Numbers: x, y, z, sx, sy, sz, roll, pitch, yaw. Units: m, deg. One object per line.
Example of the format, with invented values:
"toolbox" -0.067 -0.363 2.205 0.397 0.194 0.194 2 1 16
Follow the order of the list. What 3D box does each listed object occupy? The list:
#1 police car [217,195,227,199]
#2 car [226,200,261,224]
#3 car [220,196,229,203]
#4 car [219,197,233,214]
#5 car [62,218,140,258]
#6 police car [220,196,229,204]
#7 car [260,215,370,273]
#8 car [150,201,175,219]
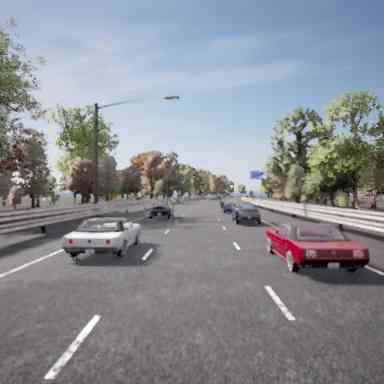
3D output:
"police car" 5.166 1.649 49.400 1.930 1.638 5.238 0 0 4
"car" 4.092 1.604 25.601 2.128 1.511 4.902 0 0 2
"car" 7.972 1.757 81.769 2.097 1.767 4.553 0 0 6
"car" 4.525 1.675 38.461 2.163 1.488 4.792 0 0 3
"car" -3.259 1.650 12.993 1.895 1.301 4.718 0 0 1
"police car" 6.895 1.766 71.086 1.930 1.638 5.238 0 0 5
"car" 3.709 1.645 10.857 1.895 1.301 4.718 0 0 1
"car" -2.713 1.637 30.895 1.837 1.490 4.892 0 0 2
